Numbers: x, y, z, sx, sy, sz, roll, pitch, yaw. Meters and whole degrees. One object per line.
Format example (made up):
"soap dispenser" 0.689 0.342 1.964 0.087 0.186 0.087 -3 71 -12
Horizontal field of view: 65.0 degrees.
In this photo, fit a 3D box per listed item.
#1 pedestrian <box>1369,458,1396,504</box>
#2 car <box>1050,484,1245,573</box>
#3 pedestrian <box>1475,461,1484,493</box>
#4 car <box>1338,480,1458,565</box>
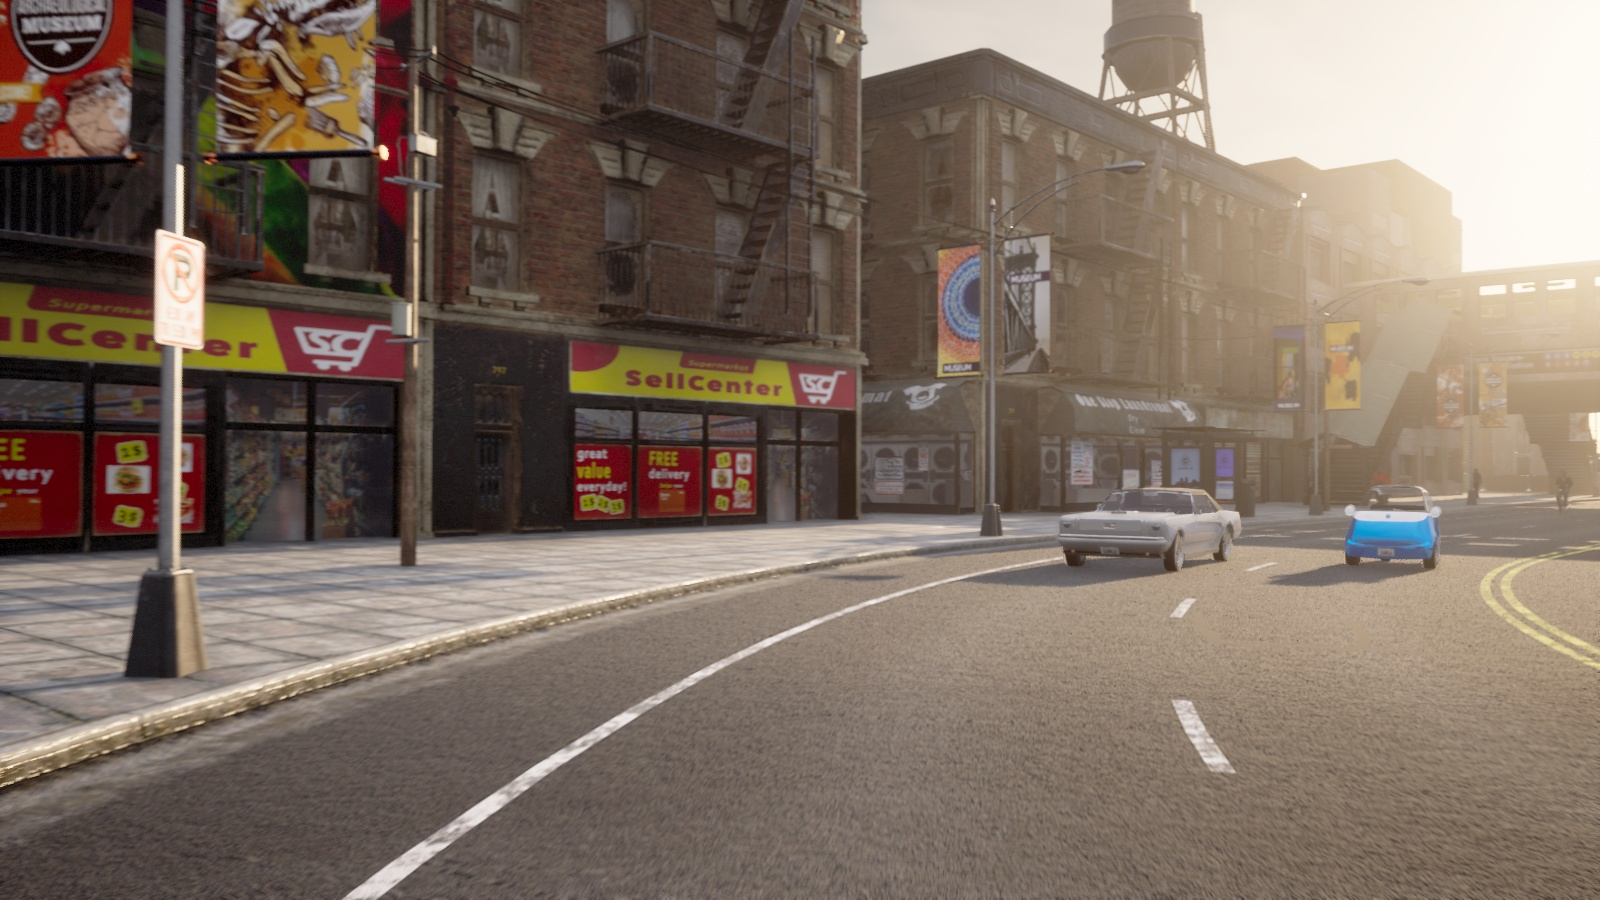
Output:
"pedestrian" 23.440 1.249 50.497 0.899 1.844 0.634 1 -1 -39
"car" 6.097 1.260 21.627 1.895 1.301 4.718 -1 -1 33
"pedestrian" 39.591 1.580 73.123 0.331 1.846 0.634 -1 -1 40
"car" 10.296 1.201 21.576 1.481 1.376 2.207 -1 -2 35
